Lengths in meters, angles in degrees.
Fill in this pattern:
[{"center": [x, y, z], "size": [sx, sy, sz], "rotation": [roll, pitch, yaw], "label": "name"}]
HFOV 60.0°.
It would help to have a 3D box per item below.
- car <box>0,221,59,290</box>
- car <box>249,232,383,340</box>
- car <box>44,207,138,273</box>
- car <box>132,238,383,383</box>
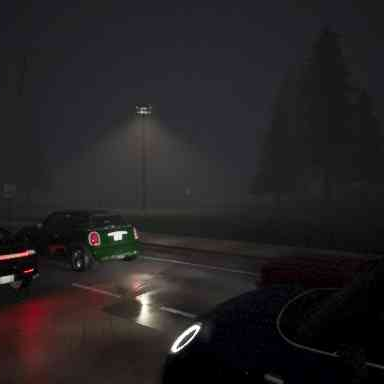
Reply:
[{"center": [-5.580, 1.489, 7.874], "size": [4.902, 1.511, 2.128], "rotation": [0, 0, 36], "label": "car"}, {"center": [3.551, 1.601, 5.757], "size": [4.718, 1.301, 1.895], "rotation": [0, 0, 36], "label": "car"}, {"center": [-3.893, 1.349, 10.972], "size": [4.553, 1.767, 2.097], "rotation": [0, 0, 36], "label": "car"}, {"center": [1.923, 1.352, 2.619], "size": [4.553, 1.767, 2.097], "rotation": [0, 0, 36], "label": "car"}]
